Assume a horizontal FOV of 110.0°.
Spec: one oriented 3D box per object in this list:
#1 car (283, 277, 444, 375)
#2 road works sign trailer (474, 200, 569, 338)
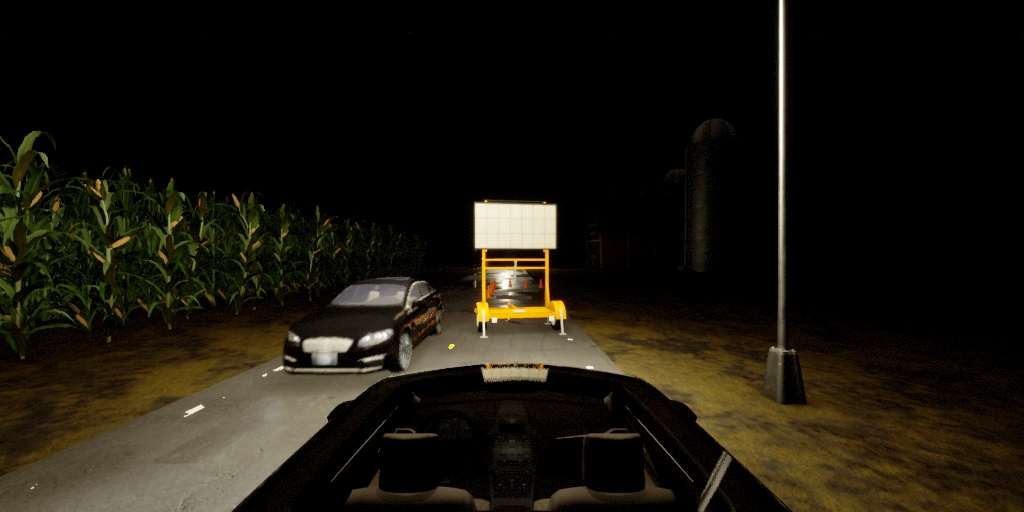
[{"bbox_3d":[-2.730,1.243,7.681,2.128,1.511,4.902,0,0,0],"label":"car"},{"bbox_3d":[0.079,0.219,10.310,2.380,3.560,2.880,0,0,-9],"label":"road works sign trailer"}]
